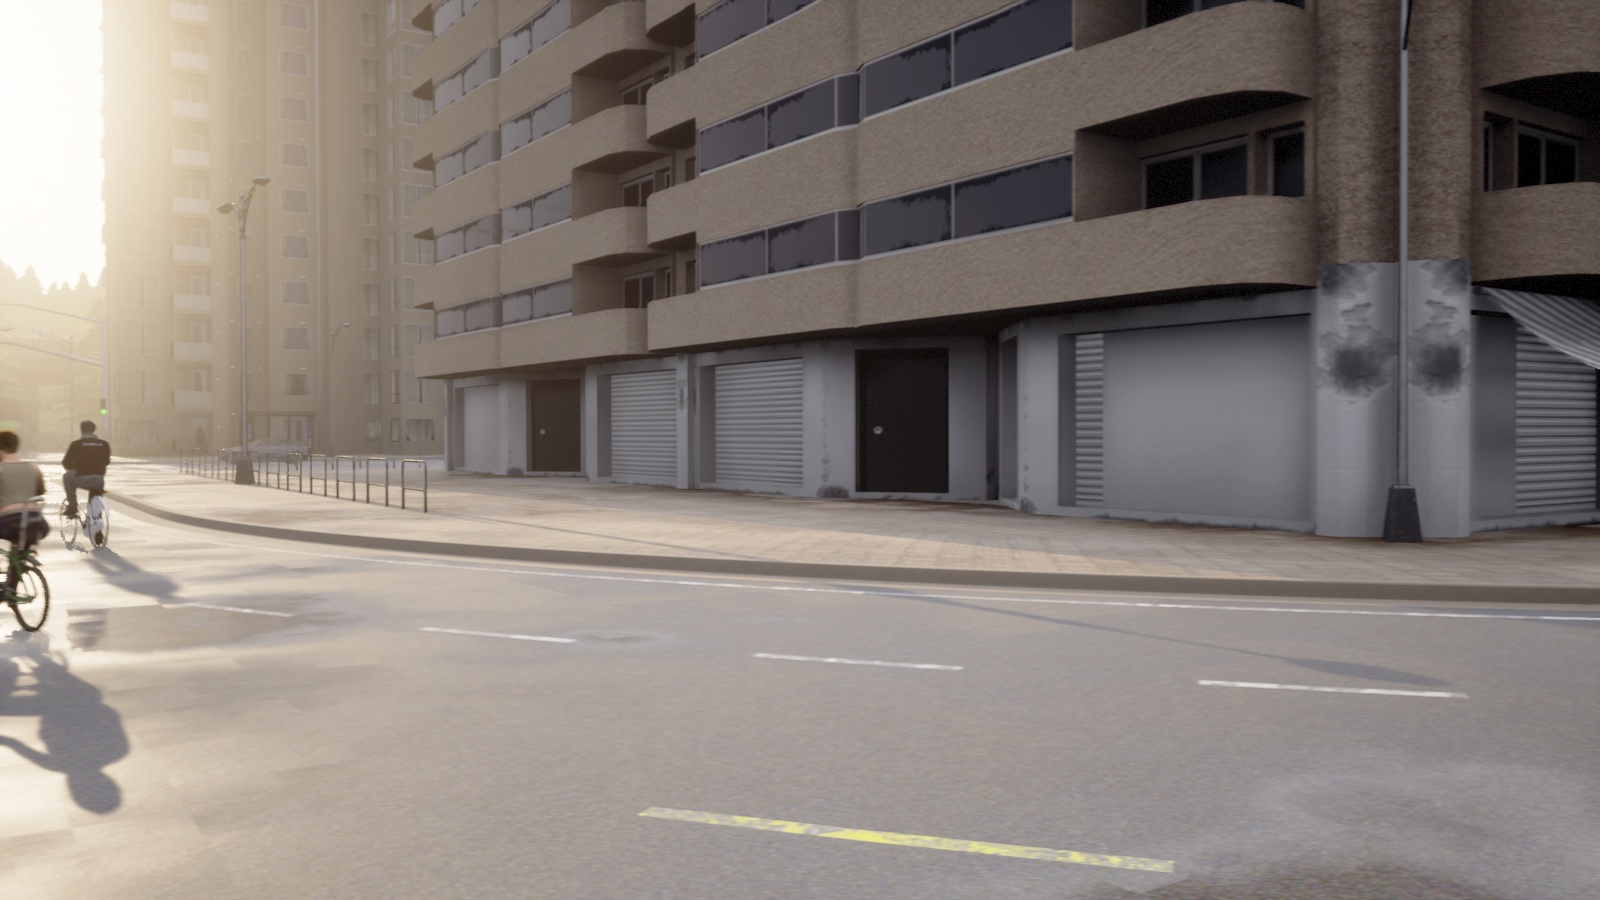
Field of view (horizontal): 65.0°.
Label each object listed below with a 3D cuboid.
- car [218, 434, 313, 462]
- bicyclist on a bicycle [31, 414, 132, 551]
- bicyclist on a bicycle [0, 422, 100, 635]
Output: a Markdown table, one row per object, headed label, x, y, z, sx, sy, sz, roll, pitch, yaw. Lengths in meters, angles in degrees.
| label | x | y | z | sx | sy | sz | roll | pitch | yaw |
| --- | --- | --- | --- | --- | --- | --- | --- | --- | --- |
| car | -27.654 | -0.140 | 65.016 | 4.181 | 1.385 | 1.994 | 0 | 1 | -35 |
| bicyclist on a bicycle | -9.820 | 0.401 | 17.135 | 1.843 | 1.776 | 0.659 | 1 | 1 | 42 |
| bicyclist on a bicycle | -6.517 | 0.585 | 10.152 | 1.509 | 1.612 | 0.866 | 1 | 0 | 32 |
